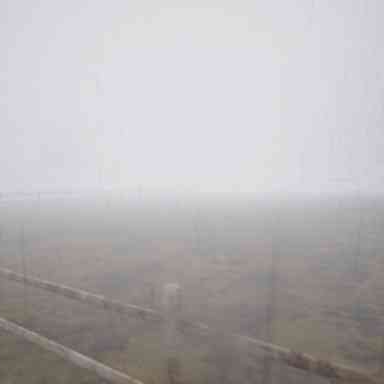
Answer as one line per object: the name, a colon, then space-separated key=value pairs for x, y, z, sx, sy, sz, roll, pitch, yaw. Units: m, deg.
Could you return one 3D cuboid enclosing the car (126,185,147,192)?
car: x=-11.385 y=-0.734 z=67.989 sx=1.882 sy=1.535 sz=5.008 roll=0 pitch=1 yaw=35
